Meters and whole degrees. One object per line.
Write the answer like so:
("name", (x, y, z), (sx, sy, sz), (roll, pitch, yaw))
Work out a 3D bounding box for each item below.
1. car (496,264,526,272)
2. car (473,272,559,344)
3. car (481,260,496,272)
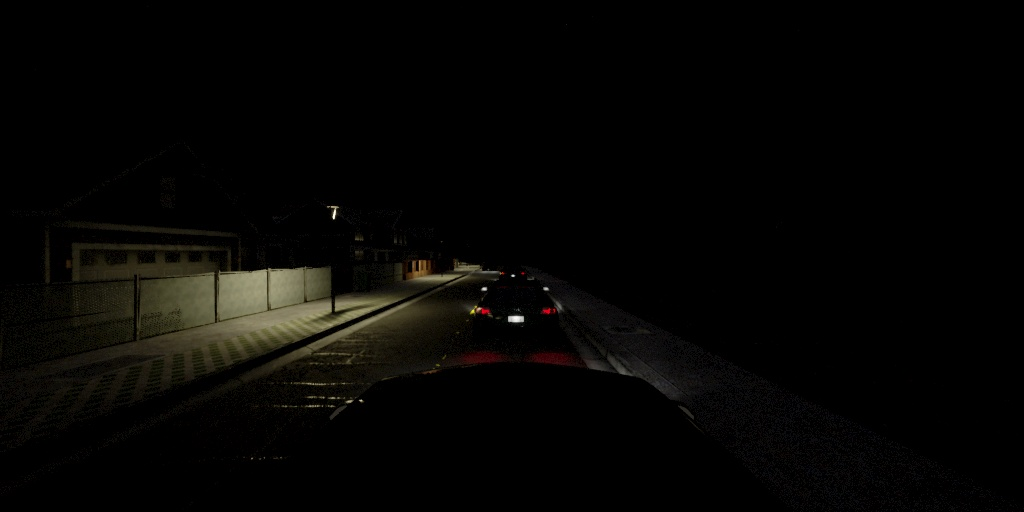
("car", (0.068, 1.310, 26.288), (1.994, 1.385, 4.181), (0, 0, 0))
("car", (0.088, 1.313, 9.644), (1.994, 1.385, 4.181), (0, 0, 0))
("car", (-2.927, 1.288, 46.751), (2.033, 1.411, 5.357), (0, 0, 0))
